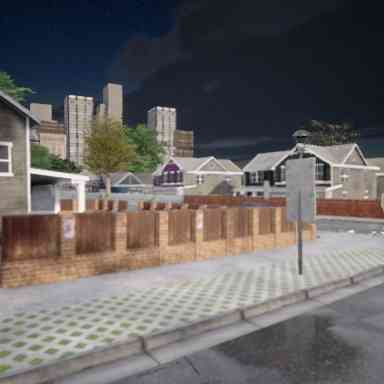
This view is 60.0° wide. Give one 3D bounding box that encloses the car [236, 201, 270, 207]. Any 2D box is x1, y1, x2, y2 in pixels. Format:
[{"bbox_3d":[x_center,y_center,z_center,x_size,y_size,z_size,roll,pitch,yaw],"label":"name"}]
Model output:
[{"bbox_3d":[4.957,1.495,28.711,1.994,1.385,4.181,-1,1,-42],"label":"car"}]
